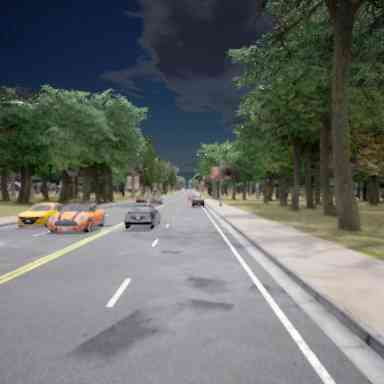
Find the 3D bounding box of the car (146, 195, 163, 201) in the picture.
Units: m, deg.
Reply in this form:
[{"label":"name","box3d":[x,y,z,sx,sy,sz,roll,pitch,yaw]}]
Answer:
[{"label":"car","box3d":[-6.549,1.401,60.774,2.097,1.767,4.553,0,0,0]}]

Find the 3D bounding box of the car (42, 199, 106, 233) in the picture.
[{"label":"car","box3d":[-6.605,1.358,19.592,2.097,1.767,4.553,0,0,0]}]

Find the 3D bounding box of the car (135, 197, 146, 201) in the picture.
[{"label":"car","box3d":[-9.774,1.653,64.581,1.895,1.301,4.718,0,0,0]}]

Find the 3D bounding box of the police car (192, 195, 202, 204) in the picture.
[{"label":"police car","box3d":[0.956,1.483,66.639,1.930,1.638,5.238,0,0,0]}]

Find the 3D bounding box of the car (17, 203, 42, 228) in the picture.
[{"label":"car","box3d":[-9.855,1.485,22.511,1.882,1.535,5.008,0,0,0]}]

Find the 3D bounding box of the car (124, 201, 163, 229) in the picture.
[{"label":"car","box3d":[-3.156,1.555,21.882,2.033,1.411,5.357,0,0,0]}]

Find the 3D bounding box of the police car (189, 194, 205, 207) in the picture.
[{"label":"police car","box3d":[0.960,1.462,50.638,1.930,1.638,5.238,0,0,0]}]
